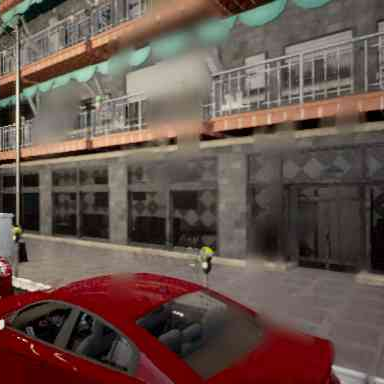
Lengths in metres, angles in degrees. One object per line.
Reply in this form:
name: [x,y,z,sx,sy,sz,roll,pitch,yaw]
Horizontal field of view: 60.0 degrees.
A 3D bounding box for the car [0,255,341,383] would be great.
car: [-0.874,1.563,3.500,4.507,1.381,1.887,-1,0,36]
